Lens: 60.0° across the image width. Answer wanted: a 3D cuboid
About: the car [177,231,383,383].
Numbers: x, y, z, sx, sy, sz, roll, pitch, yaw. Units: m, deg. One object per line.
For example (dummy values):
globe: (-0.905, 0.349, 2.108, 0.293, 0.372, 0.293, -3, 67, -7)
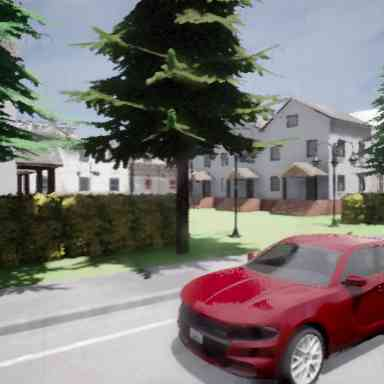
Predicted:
car: (2.115, 1.460, 5.411, 5.008, 1.535, 1.882, 0, 0, -34)
